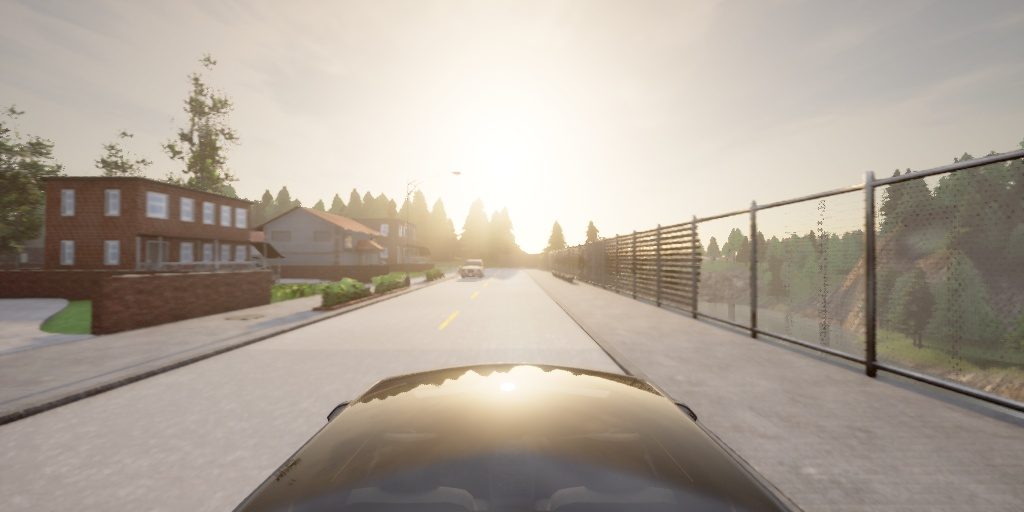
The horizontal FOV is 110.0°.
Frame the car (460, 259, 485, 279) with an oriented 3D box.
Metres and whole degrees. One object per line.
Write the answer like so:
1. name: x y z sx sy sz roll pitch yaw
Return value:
1. car: -4.009 1.405 37.502 2.150 2.045 5.566 0 1 0
